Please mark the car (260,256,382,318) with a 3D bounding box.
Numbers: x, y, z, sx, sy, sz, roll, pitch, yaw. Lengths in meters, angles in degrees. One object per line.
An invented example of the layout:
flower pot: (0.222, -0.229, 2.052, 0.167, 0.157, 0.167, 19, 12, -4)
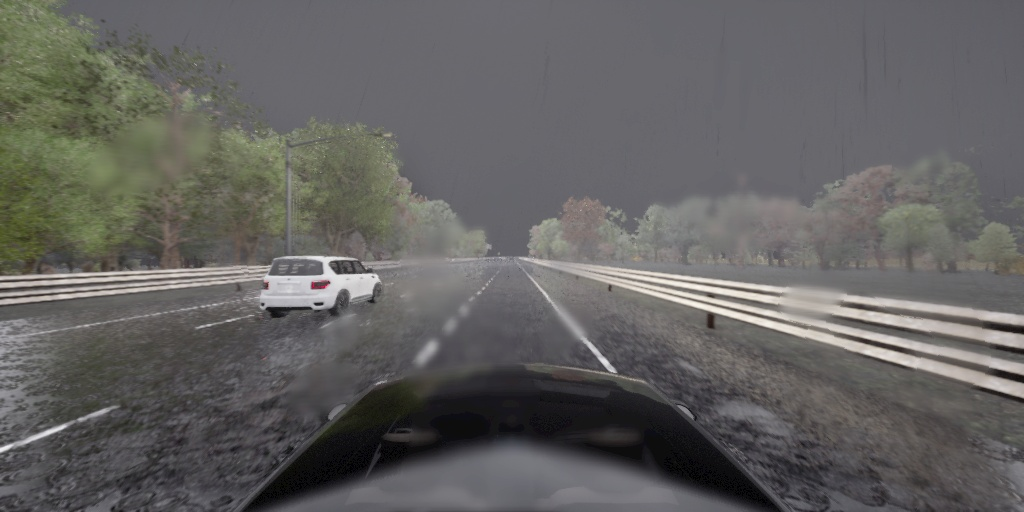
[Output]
car: (-6.583, 1.027, 13.104, 2.150, 2.045, 5.566, 0, 0, -2)
